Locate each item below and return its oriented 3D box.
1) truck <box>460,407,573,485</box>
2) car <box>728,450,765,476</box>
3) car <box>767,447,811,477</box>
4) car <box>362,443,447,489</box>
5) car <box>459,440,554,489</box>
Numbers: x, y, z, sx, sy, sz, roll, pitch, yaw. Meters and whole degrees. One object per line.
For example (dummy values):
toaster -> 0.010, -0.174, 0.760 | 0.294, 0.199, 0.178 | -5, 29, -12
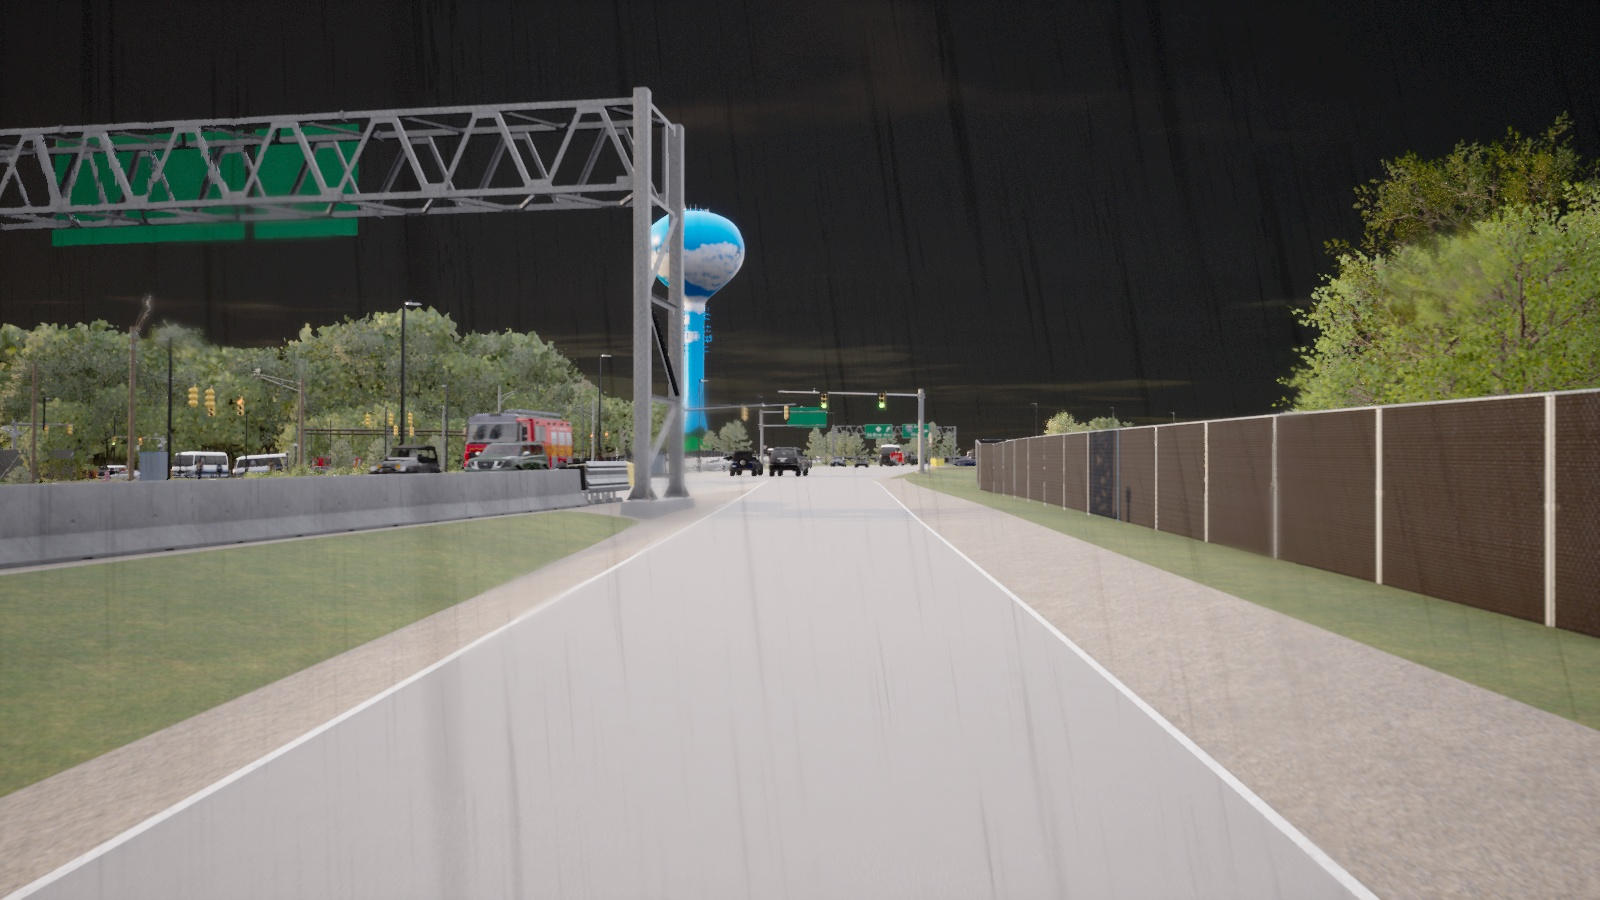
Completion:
truck -> -14.755, -0.186, 66.039 | 2.891, 3.827, 8.468 | 0, 0, 9
car -> -3.836, 0.934, 90.831 | 1.905, 1.878, 3.866 | 0, 0, 9
car -> -0.738, 0.830, 87.969 | 2.150, 2.045, 5.566 | 0, 0, 9
car -> -16.720, 0.686, 53.305 | 1.905, 1.878, 3.866 | 0, 0, 9
car -> -12.849, 0.615, 55.439 | 2.150, 2.045, 5.566 | 0, 0, 9
